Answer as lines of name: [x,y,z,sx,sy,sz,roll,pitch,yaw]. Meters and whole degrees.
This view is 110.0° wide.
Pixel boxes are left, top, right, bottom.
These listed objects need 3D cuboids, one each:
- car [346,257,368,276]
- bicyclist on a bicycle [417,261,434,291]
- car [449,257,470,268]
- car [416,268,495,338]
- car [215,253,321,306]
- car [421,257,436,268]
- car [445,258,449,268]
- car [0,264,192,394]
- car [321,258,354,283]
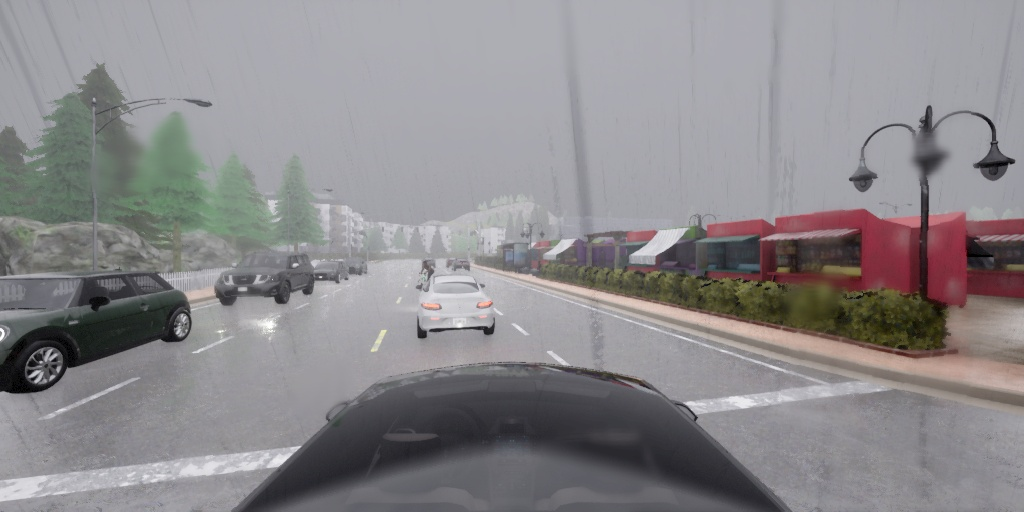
car: [-14.827,0.878,33.313,2.097,1.767,4.553,0,0,-14]
bicyclist on a bicycle: [-4.683,1.079,19.768,0.582,1.620,1.656,0,1,24]
car: [-6.079,0.967,42.357,1.837,1.490,4.892,0,0,-14]
car: [-1.660,1.224,9.975,1.812,1.442,4.674,0,0,-13]
car: [-10.458,0.876,15.755,2.150,2.045,5.566,0,0,-14]
car: [-11.830,0.904,50.835,1.837,1.490,4.892,0,0,-14]
car: [-8.441,0.873,51.392,1.882,1.535,5.008,0,0,-14]
car: [-8.133,1.076,6.352,2.097,1.767,4.553,0,0,-13]
car: [-12.852,1.089,25.352,1.837,1.490,4.892,0,0,-14]
